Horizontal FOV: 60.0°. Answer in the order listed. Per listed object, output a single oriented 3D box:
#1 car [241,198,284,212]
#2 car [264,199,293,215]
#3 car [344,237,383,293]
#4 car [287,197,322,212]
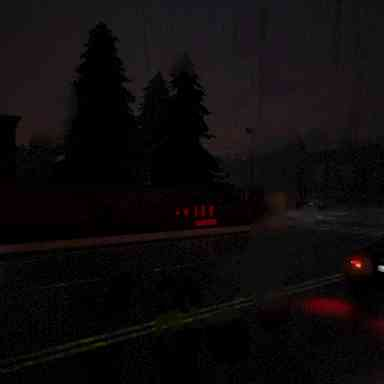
[{"bbox_3d":[8.267,1.478,39.447,1.882,1.535,5.008,0,0,-35],"label":"car"},{"bbox_3d":[7.596,1.601,34.329,1.895,1.301,4.718,0,0,-35],"label":"car"},{"bbox_3d":[5.798,1.547,7.918,5.357,1.411,2.033,0,0,-35],"label":"car"},{"bbox_3d":[12.901,1.352,38.953,2.097,1.767,4.553,0,0,-35],"label":"car"}]
